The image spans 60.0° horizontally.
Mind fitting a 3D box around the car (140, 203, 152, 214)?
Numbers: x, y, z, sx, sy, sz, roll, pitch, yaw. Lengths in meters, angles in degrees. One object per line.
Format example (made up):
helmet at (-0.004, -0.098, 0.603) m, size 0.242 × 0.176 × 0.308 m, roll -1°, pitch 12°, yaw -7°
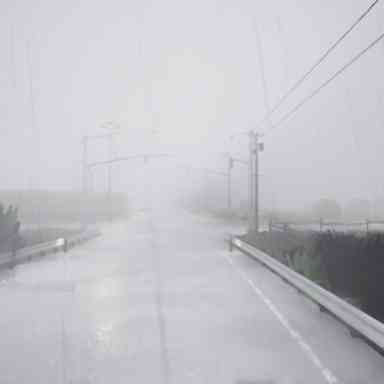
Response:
car at (-8.725, 3.320, 62.725) m, size 1.994 × 1.385 × 4.181 m, roll 0°, pitch -1°, yaw -8°
